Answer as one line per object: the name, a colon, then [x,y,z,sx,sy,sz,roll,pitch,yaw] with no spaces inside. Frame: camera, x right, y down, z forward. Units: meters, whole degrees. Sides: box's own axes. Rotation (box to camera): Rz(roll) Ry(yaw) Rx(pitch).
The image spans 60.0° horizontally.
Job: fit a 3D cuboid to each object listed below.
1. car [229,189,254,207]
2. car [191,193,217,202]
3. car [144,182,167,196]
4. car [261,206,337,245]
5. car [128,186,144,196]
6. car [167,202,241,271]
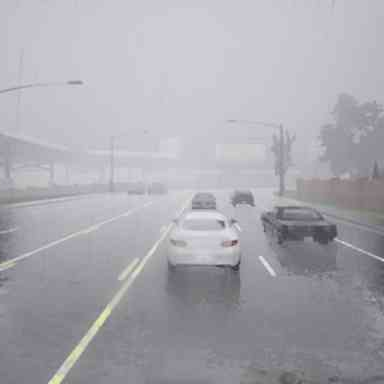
car: [4.618,0.517,31.094,1.837,1.490,4.892,0,3,2]
car: [0.887,0.753,25.153,2.033,1.411,5.357,0,2,2]
car: [-5.133,-0.440,49.943,2.150,2.045,5.566,0,2,6]
car: [4.003,1.214,13.366,1.895,1.301,4.718,0,2,2]
car: [-8.484,-0.203,51.156,1.837,1.490,4.892,0,1,6]
car: [0.355,1.244,9.753,1.812,1.442,4.674,0,2,2]
